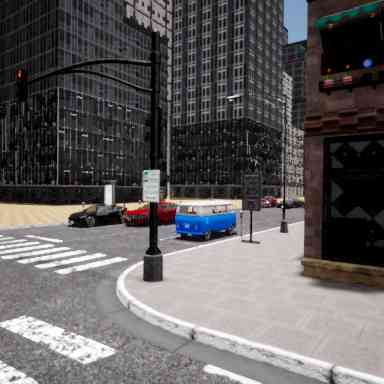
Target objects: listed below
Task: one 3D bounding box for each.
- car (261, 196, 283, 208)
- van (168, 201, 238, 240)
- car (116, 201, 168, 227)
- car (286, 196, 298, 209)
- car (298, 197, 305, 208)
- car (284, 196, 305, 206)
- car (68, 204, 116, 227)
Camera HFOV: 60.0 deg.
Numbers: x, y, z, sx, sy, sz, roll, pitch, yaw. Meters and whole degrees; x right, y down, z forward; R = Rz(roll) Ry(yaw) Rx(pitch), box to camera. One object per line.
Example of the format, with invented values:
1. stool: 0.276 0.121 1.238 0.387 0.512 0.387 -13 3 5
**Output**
1. car: 10.086 1.292 44.415 1.967 1.590 4.097 1 1 35
2. van: 0.844 1.368 17.027 1.690 1.788 3.998 1 1 35
3. car: -2.407 1.412 22.444 1.882 1.535 5.008 1 1 36
4. car: 12.921 1.438 43.847 2.033 1.411 5.357 1 1 36
5. car: 15.625 1.428 42.313 2.128 1.511 4.902 1 1 36
6. car: 16.413 1.363 53.286 1.752 1.417 4.829 1 1 35
7. car: -5.980 1.466 21.897 1.947 1.339 4.313 1 1 35
